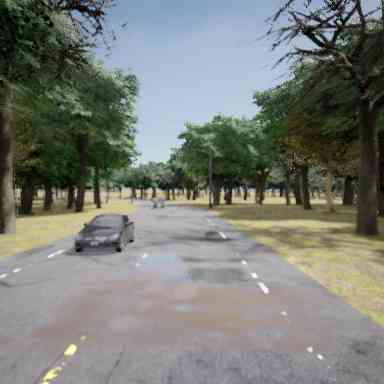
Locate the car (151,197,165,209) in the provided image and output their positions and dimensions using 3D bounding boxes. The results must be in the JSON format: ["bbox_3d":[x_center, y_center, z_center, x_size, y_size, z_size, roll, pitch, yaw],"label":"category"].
[{"bbox_3d":[-5.502,2.083,55.725,2.128,1.511,4.902,0,-1,-5],"label":"car"}]

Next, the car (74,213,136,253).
[{"bbox_3d":[-3.622,1.676,14.627,1.812,1.442,4.674,0,-1,0],"label":"car"}]
